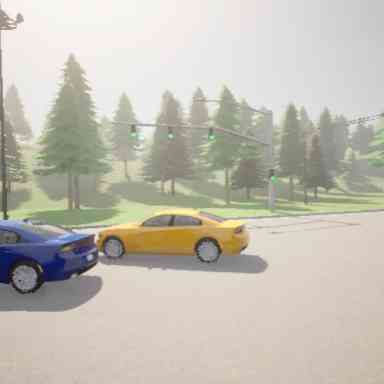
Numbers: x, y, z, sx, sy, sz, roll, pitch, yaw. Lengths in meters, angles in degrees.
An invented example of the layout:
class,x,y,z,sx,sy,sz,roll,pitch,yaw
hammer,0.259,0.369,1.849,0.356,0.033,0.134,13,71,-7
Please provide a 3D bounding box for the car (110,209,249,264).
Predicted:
class,x,y,z,sx,sy,sz,roll,pitch,yaw
car,-0.682,1.321,10.889,5.008,1.535,1.882,-1,0,15

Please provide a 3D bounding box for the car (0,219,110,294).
class,x,y,z,sx,sy,sz,roll,pitch,yaw
car,-4.879,1.451,8.273,5.008,1.535,1.882,-1,0,8
